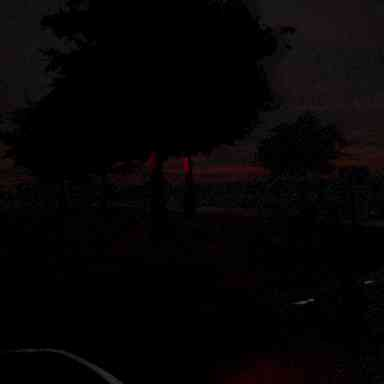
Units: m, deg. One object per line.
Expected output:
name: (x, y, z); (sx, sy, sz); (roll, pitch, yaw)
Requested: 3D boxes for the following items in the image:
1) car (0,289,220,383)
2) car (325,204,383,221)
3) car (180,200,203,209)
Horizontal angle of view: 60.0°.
car: (-2.053, 1.505, 1.783); (4.892, 1.490, 1.837); (0, 0, -36)
car: (13.885, 1.642, 28.562); (1.882, 1.535, 5.008); (-3, 1, -30)
car: (-0.132, 1.950, 51.682); (1.837, 1.490, 4.892); (-3, 1, -30)
